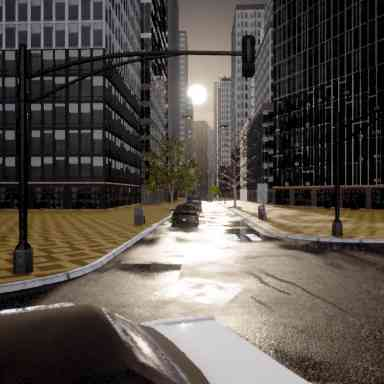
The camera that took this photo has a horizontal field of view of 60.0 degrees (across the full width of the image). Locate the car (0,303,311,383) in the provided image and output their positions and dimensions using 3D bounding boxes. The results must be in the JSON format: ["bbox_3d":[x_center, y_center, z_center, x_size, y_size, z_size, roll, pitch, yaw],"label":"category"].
[{"bbox_3d":[-1.446,1.612,2.053,4.718,1.301,1.895,0,0,-27],"label":"car"}]

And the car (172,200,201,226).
[{"bbox_3d":[-0.447,1.654,25.419,1.882,1.535,5.008,0,0,2],"label":"car"}]

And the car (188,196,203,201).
[{"bbox_3d":[0.281,1.554,46.286,2.150,2.045,5.566,0,0,2],"label":"car"}]

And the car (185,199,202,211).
[{"bbox_3d":[-0.089,1.777,35.633,1.812,1.442,4.674,0,0,2],"label":"car"}]
